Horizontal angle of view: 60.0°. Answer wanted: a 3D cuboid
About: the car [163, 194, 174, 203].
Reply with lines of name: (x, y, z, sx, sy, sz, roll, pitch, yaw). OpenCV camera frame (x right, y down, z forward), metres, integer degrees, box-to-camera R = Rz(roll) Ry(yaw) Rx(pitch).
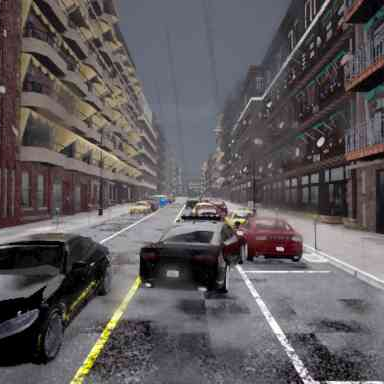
car: (-5.107, 1.482, 72.982, 2.192, 1.841, 5.009, 1, 0, 0)

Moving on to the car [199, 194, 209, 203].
car: (2.752, 1.504, 78.434, 2.192, 1.841, 5.009, 1, 0, 0)

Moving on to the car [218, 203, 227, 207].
car: (2.630, 1.541, 17.766, 1.752, 1.417, 4.829, 1, 0, 0)

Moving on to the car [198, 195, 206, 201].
car: (2.776, 1.682, 89.497, 1.967, 1.590, 4.097, 1, 0, 0)

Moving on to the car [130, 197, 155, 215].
car: (-5.210, 1.571, 34.099, 1.752, 1.417, 4.829, 2, 0, 0)

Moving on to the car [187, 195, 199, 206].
car: (0.150, 1.467, 59.429, 2.097, 1.767, 4.553, 0, 0, 0)

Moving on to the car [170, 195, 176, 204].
car: (-5.121, 1.460, 67.453, 2.192, 1.841, 5.009, 1, 0, 0)

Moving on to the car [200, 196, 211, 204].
car: (2.763, 1.585, 67.372, 1.967, 1.590, 4.097, 1, 0, 0)

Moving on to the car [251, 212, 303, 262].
car: (2.615, 1.554, 12.064, 1.887, 1.381, 4.507, 1, 0, 0)

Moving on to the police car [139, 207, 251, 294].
police car: (0.299, 1.431, 9.119, 1.930, 1.638, 5.238, 0, 0, 15)

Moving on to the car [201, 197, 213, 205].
car: (2.740, 1.669, 61.840, 1.887, 1.381, 4.507, 1, 0, 0)

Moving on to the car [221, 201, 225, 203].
car: (2.670, 1.591, 34.186, 1.887, 1.381, 4.507, 1, 0, 0)

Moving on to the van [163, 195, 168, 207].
van: (-5.163, 1.428, 50.860, 1.690, 1.788, 3.998, 2, 0, 0)

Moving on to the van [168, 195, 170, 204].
van: (-5.150, 1.446, 56.392, 1.690, 1.788, 3.998, 1, 0, 0)

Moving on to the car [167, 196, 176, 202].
car: (-5.086, 1.781, 84.044, 1.947, 1.339, 4.313, 1, 0, 0)

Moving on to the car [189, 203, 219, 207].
car: (0.872, 1.543, 18.737, 1.812, 1.442, 4.674, 0, 0, 0)

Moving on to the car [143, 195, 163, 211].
car: (-5.190, 1.373, 39.801, 2.192, 1.841, 5.009, 2, 0, 0)

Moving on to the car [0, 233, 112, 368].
car: (-2.735, 1.529, 5.974, 1.812, 1.442, 4.674, 0, 0, 0)

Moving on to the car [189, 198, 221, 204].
car: (0.888, 1.482, 24.931, 1.801, 1.575, 5.366, 0, 0, 0)

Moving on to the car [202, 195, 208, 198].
car: (2.726, 1.649, 56.310, 1.887, 1.381, 4.507, 1, 0, 0)

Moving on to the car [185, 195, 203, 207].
car: (0.125, 1.550, 45.590, 1.882, 1.535, 5.008, 0, 0, 0)
